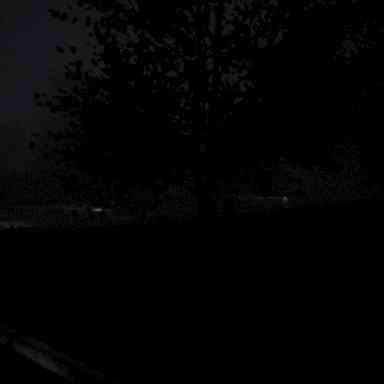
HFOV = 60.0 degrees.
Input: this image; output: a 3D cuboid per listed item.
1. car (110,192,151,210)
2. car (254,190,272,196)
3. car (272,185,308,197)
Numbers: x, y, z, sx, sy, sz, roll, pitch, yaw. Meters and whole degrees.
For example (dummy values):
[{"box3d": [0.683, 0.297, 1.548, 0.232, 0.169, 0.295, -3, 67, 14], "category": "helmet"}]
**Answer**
[{"box3d": [-6.102, 0.846, 32.175, 4.674, 1.442, 1.812, -2, 2, -38], "category": "car"}, {"box3d": [11.117, -0.228, 47.276, 5.008, 1.535, 1.882, -3, 3, -27], "category": "car"}, {"box3d": [13.477, -0.142, 44.553, 4.674, 1.442, 1.812, -3, 3, -27], "category": "car"}]
